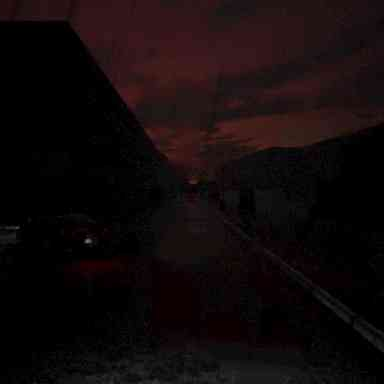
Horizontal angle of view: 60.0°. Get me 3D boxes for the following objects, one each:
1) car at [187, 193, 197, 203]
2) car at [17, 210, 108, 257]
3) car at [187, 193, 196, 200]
[{"bbox_3d":[-0.082,1.344,64.331,1.895,1.301,4.718,0,1,0],"label":"car"},{"bbox_3d":[-5.064,1.427,12.786,1.882,1.535,5.008,3,-2,-42],"label":"car"},{"bbox_3d":[-0.095,1.021,74.315,1.812,1.442,4.674,0,0,0],"label":"car"}]
